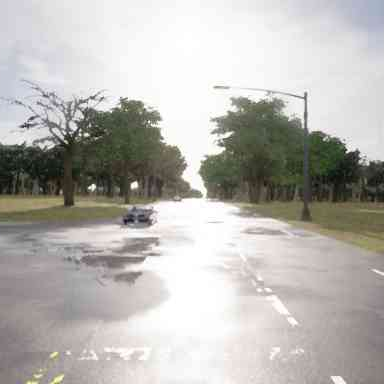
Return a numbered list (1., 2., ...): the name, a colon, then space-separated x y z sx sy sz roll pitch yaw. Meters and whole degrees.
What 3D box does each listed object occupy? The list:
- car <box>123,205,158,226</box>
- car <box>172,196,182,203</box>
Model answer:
1. car: -3.493 1.582 23.128 1.895 1.301 4.718 1 -1 0
2. car: -3.387 1.722 76.344 1.812 1.442 4.674 0 0 4
